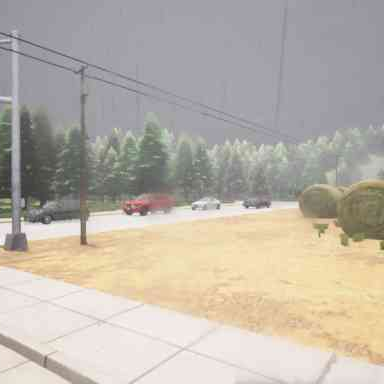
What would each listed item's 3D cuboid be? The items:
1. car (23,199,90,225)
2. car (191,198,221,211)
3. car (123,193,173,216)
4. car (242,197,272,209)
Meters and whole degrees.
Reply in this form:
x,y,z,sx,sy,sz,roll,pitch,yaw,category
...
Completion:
x,y,z,sx,sy,sz,roll,pitch,yaw,category
-9.917,1.356,24.592,2.097,1.767,4.553,0,0,37,car
1.778,1.425,40.310,1.812,1.442,4.674,0,0,37,car
-4.134,1.174,32.369,2.150,2.045,5.566,0,0,37,car
8.466,1.406,43.123,2.033,1.411,5.357,0,0,37,car
